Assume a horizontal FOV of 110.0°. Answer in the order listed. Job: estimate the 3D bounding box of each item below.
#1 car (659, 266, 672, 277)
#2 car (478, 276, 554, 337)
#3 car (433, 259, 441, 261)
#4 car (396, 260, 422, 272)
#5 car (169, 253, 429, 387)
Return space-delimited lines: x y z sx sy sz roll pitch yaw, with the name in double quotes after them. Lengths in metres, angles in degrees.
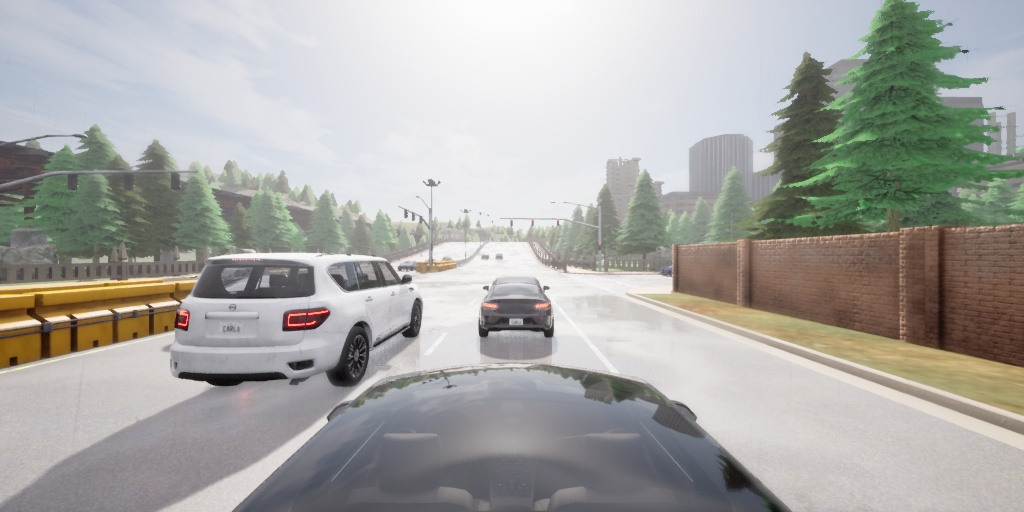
17.054 1.276 35.442 4.674 1.442 1.812 0 0 0 "car"
0.116 1.276 10.146 1.812 1.442 4.674 0 0 1 "car"
-13.794 1.250 60.294 1.837 1.490 4.892 0 2 0 "car"
-13.866 1.297 48.596 2.033 1.411 5.357 0 0 0 "car"
-3.416 0.971 7.091 2.150 2.045 5.566 0 0 1 "car"
